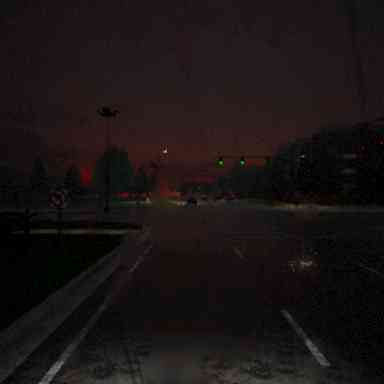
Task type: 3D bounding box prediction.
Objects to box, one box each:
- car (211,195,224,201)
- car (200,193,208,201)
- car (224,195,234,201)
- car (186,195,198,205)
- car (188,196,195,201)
[{"bbox_3d":[6.963,1.755,92.263,1.837,1.490,4.892,0,0,0],"label":"car"},{"bbox_3d":[3.463,1.780,92.260,2.128,1.511,4.902,0,0,0],"label":"car"},{"bbox_3d":[10.462,1.808,92.681,1.994,1.385,4.181,0,0,0],"label":"car"},{"bbox_3d":[-0.019,1.699,62.464,1.812,1.442,4.674,0,0,0],"label":"car"},{"bbox_3d":[-0.038,1.851,92.705,1.895,1.301,4.718,0,0,0],"label":"car"}]
